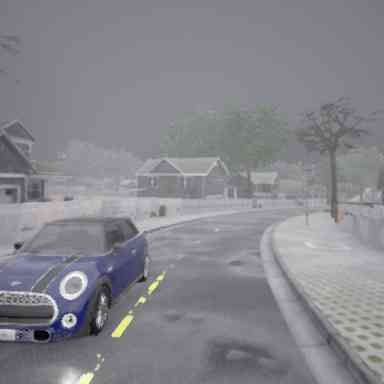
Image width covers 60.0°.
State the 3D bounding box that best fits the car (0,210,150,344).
[{"bbox_3d":[-2.289,1.325,6.712,2.097,1.767,4.553,1,0,6],"label":"car"}]
